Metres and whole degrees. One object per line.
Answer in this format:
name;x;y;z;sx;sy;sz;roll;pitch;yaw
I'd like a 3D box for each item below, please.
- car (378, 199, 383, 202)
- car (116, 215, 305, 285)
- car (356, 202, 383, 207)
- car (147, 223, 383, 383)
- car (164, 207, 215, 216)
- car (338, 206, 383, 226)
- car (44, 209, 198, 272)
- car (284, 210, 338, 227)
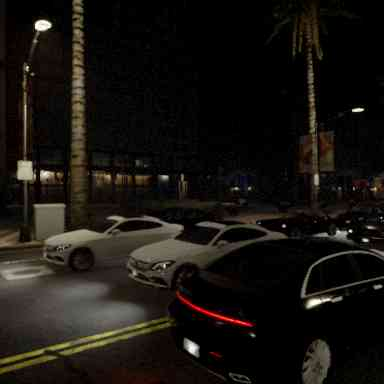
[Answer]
car;14.506;1.417;22.866;4.902;1.511;2.128;0;0;-35
car;0.644;1.503;8.660;4.674;1.442;1.812;0;0;-35
car;10.474;1.502;19.977;4.181;1.385;1.994;0;0;-35
car;1.958;1.490;5.157;4.892;1.490;1.837;0;0;-36
car;-0.958;1.473;15.727;4.786;1.482;2.161;0;0;-36
car;8.984;1.501;14.623;5.357;1.411;2.033;0;0;-36
car;-2.298;1.500;10.861;4.674;1.442;1.812;0;0;-35
car;5.341;1.553;16.327;4.718;1.301;1.895;0;0;-35
